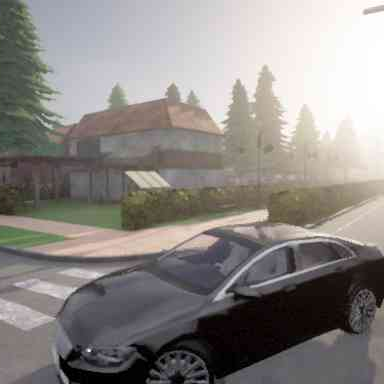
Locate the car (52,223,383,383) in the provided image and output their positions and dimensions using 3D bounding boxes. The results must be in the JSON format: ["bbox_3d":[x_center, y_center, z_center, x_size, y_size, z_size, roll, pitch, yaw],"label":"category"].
[{"bbox_3d":[0.707,1.275,4.622,4.902,1.511,2.128,-3,6,-31],"label":"car"}]
